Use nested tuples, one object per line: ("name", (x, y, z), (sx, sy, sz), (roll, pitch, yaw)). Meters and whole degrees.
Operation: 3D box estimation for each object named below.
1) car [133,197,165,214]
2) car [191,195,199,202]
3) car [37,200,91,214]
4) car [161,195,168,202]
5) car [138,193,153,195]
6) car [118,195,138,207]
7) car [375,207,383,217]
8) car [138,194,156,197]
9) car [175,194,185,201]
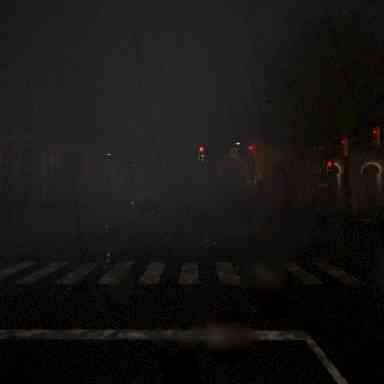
("car", (-4.644, 1.547, 35.087), (2.033, 1.411, 5.357), (0, 0, -16))
("car", (0.719, 1.450, 78.599), (2.128, 1.511, 4.902), (0, 0, 1))
("car", (-13.842, 1.547, 36.294), (2.033, 1.411, 5.357), (0, 0, 44))
("car", (-6.538, 1.601, 65.797), (1.895, 1.301, 4.718), (0, 0, 2))
("car", (-9.978, 1.224, 67.768), (2.150, 2.045, 5.566), (0, 0, 1))
("car", (-10.232, 1.564, 52.203), (1.994, 1.385, 4.181), (0, 0, 1))
("car", (18.595, 1.526, 29.174), (4.674, 1.442, 1.812), (0, 0, 1))
("car", (-6.741, 1.526, 51.357), (1.812, 1.442, 4.674), (0, 0, 1))
("car", (-2.781, 1.279, 78.628), (2.097, 1.767, 4.553), (0, 0, 1))
